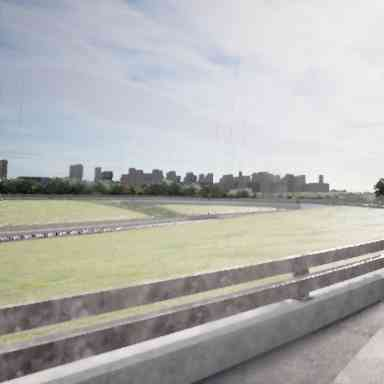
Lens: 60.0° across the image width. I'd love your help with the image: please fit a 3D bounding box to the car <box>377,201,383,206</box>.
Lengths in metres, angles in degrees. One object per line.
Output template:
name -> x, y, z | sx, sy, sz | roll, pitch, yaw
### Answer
car -> 42.319, 2.683, 72.319 | 2.033, 1.411, 5.357 | 0, -1, 6
